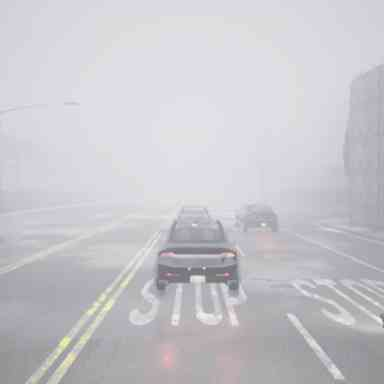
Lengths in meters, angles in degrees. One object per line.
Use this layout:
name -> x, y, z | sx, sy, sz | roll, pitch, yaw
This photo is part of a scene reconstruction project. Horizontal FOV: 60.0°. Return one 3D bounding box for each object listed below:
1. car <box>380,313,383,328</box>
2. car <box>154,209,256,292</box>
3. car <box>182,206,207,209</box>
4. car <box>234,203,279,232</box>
car -> 3.605, 1.533, 2.282 | 2.033, 1.411, 5.357 | 0, 0, 0
car -> 0.119, 1.442, 8.799 | 2.128, 1.511, 4.902 | 0, 0, 0
car -> 0.141, 1.484, 20.588 | 1.895, 1.301, 4.718 | 0, 0, 0
car -> 3.641, 1.396, 19.283 | 1.837, 1.490, 4.892 | 0, 0, 0
